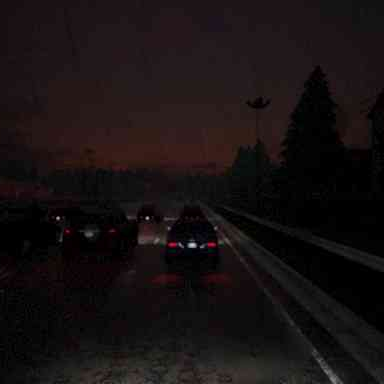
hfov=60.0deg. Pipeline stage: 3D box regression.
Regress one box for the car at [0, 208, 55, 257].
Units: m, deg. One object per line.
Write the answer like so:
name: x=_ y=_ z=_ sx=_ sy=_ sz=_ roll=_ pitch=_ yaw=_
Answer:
car: x=-6.979 y=1.649 z=13.494 sx=1.837 sy=1.490 sz=4.892 roll=0 pitch=0 yaw=0

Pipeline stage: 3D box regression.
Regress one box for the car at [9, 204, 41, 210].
car: x=-14.009 y=1.803 z=28.490 sx=1.837 sy=1.490 sz=4.892 roll=0 pitch=0 yaw=0

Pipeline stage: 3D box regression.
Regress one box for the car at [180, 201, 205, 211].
car: x=0.017 y=1.804 z=28.513 sx=1.837 sy=1.490 sz=4.892 roll=0 pitch=0 yaw=0

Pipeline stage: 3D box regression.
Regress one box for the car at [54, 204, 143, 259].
car: x=-3.479 y=1.492 z=13.418 sx=2.097 sy=1.767 sz=4.553 roll=0 pitch=-1 yaw=0

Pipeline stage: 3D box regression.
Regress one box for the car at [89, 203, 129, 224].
car: x=-6.983 y=1.790 z=28.496 sx=2.128 sy=1.511 sz=4.902 roll=0 pitch=0 yaw=0

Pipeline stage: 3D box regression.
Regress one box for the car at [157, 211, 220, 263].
car: x=0.013 y=1.679 z=12.536 sx=2.033 sy=1.411 sz=5.357 roll=0 pitch=-1 yaw=0

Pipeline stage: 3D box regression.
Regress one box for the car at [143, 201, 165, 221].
car: x=-3.483 y=1.804 z=28.495 sx=1.837 sy=1.490 sz=4.892 roll=0 pitch=0 yaw=0

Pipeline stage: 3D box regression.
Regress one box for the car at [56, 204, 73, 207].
car: x=-10.482 y=1.804 z=28.491 sx=1.837 sy=1.490 sz=4.892 roll=0 pitch=0 yaw=0
